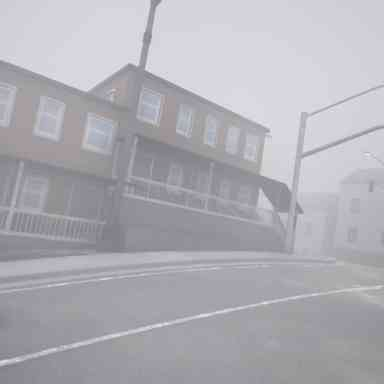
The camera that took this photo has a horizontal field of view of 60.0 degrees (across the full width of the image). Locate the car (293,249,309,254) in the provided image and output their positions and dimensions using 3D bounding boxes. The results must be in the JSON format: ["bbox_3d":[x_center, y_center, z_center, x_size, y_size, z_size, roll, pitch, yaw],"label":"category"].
[{"bbox_3d":[8.838,5.850,30.367,2.128,1.511,4.902,13,-16,-34],"label":"car"}]
